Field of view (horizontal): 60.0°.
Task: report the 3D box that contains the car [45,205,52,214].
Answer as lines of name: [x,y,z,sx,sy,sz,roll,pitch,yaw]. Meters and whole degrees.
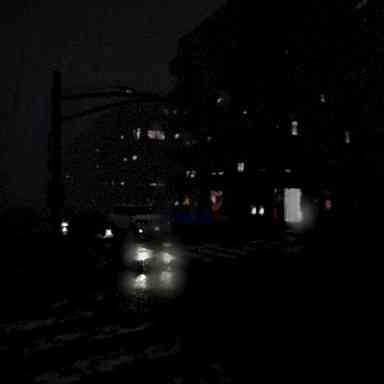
car: [-24.485,3.312,59.526,1.895,1.301,4.718,0,-2,-33]

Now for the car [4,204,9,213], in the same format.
car: [-37.394,3.394,68.835,2.192,1.841,5.009,-1,-1,-33]

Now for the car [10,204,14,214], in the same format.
car: [-28.251,3.192,54.733,2.008,1.369,4.403,-1,-1,-33]

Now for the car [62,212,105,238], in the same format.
car: [-6.974,2.203,21.807,1.802,1.307,4.206,-1,-1,-33]

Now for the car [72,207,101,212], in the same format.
car: [-8.885,2.302,29.493,1.882,1.535,5.008,0,-2,-33]

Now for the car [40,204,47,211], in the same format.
car: [-33.387,3.566,78.057,2.192,1.841,5.009,-1,-1,-33]

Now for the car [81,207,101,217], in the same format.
car: [-15.145,2.957,49.831,1.802,1.307,4.206,-1,-1,-33]

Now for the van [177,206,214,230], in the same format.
van: [0.047,1.988,26.316,1.690,1.788,3.998,-1,-1,-33]

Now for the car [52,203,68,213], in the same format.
car: [-27.308,3.274,68.650,2.192,1.841,5.009,-1,-1,-33]

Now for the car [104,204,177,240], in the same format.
car: [-3.453,1.785,21.086,2.150,2.045,5.566,0,-2,-33]

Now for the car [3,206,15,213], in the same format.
car: [-40.442,3.775,73.526,2.008,1.369,4.403,-1,-1,-33]

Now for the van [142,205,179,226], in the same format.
van: [-2.992,2.134,31.020,1.690,1.788,3.998,-1,-1,-33]

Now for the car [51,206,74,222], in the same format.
car: [-14.330,2.650,37.958,1.994,1.385,4.181,0,-2,-32]

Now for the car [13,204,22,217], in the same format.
car: [-25.214,2.935,50.031,1.967,1.590,4.097,-1,-1,-33]

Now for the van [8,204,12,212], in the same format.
van: [-31.295,3.128,59.440,1.690,1.788,3.998,-1,-1,-33]

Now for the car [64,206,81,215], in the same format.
car: [-21.317,3.197,59.382,1.752,1.417,4.829,-1,-1,-33]

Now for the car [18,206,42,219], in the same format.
car: [-22.172,2.931,45.326,1.802,1.307,4.206,-1,-1,-33]
